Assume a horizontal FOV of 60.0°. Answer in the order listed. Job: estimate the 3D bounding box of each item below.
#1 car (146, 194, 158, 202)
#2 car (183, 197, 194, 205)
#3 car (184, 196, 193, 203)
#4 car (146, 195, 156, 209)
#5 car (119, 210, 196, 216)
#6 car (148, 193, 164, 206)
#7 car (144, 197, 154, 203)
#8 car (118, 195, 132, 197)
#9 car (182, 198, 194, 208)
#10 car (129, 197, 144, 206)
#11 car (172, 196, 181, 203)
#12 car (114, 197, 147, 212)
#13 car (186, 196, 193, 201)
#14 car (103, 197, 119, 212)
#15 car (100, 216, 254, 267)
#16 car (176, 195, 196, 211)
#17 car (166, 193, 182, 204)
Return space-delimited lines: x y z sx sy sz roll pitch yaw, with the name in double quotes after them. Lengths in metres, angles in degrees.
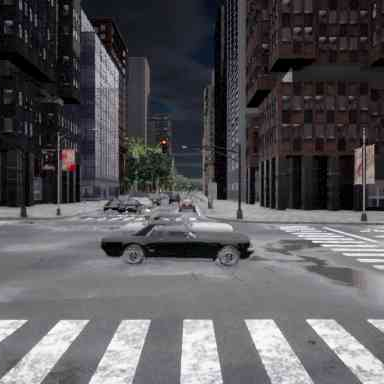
-9.253 1.417 76.941 2.192 1.841 5.009 0 0 0 "car"
-0.648 1.603 60.697 1.887 1.381 4.507 0 0 0 "car"
-0.701 1.613 71.717 1.752 1.417 4.829 0 0 0 "car"
-6.433 1.548 45.316 1.812 1.442 4.674 0 0 0 "car"
-0.580 1.621 14.165 4.718 1.301 1.895 1 0 0 "car"
-6.472 1.268 55.959 2.150 2.045 5.566 0 0 0 "car"
-9.226 1.669 71.515 1.802 1.307 4.206 0 0 0 "car"
-9.096 1.335 44.385 2.192 1.841 5.009 0 0 0 "car"
-0.596 1.614 49.847 1.802 1.307 4.206 0 0 0 "car"
-9.146 1.570 55.067 1.752 1.417 4.829 0 0 0 "car"
-3.468 1.651 75.398 1.994 1.385 4.181 0 0 0 "car"
-6.385 1.547 35.090 2.033 1.411 5.357 0 0 0 "car"
-0.806 1.696 93.246 1.887 1.381 4.507 0 0 0 "car"
-9.069 1.574 38.959 1.947 1.339 4.313 0 0 0 "car"
-0.418 1.616 10.920 4.718 1.301 1.895 1 0 0 "car"
-0.544 1.448 38.997 1.967 1.590 4.097 0 0 0 "car"
-3.329 1.290 64.672 2.150 2.045 5.566 0 0 0 "car"
